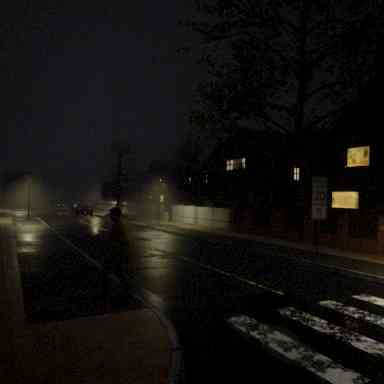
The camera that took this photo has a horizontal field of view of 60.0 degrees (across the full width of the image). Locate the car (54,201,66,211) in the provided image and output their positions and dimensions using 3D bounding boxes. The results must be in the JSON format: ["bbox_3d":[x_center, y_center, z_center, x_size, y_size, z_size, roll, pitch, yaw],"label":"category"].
[{"bbox_3d":[-19.874,2.167,50.858,2.128,1.511,4.902,2,-2,-29],"label":"car"}]

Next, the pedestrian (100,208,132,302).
[{"bbox_3d":[-1.440,1.164,6.310,0.375,1.860,0.375,1,-1,-29],"label":"pedestrian"}]

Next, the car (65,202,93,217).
[{"bbox_3d":[-12.430,1.991,37.334,2.128,1.511,4.902,2,-2,-29],"label":"car"}]
